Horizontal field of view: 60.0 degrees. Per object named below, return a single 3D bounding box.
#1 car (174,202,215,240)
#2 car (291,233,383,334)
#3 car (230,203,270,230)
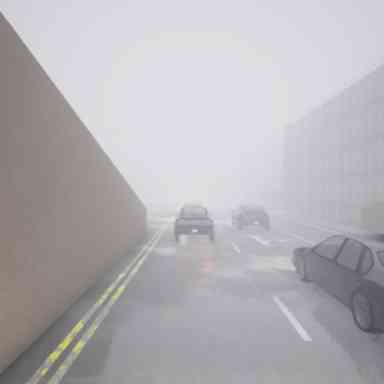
[{"bbox_3d":[0.107,1.472,16.786,2.128,1.511,4.902,0,0,0],"label":"car"},{"bbox_3d":[3.604,1.540,6.659,2.033,1.411,5.357,0,0,0],"label":"car"},{"bbox_3d":[3.609,1.481,21.029,1.837,1.490,4.892,0,0,0],"label":"car"}]
